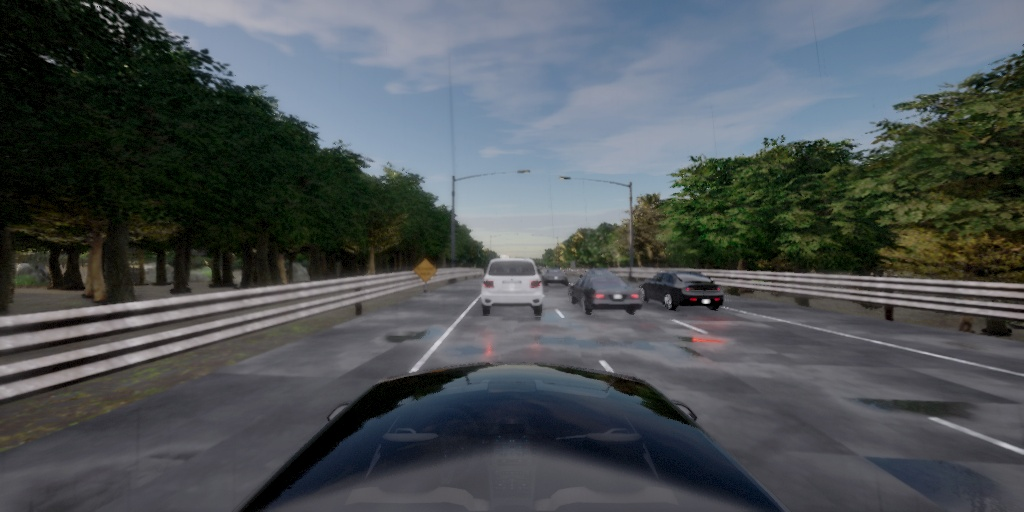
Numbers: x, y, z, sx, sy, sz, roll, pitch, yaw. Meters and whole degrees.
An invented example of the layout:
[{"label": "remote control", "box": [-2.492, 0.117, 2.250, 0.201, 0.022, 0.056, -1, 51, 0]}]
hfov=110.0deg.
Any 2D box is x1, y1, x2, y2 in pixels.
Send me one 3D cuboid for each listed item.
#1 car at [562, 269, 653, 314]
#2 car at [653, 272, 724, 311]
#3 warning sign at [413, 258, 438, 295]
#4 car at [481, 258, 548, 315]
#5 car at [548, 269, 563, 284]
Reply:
[{"label": "car", "box": [3.508, 1.428, 14.375, 2.033, 1.411, 5.357, 0, -1, 0]}, {"label": "car", "box": [7.017, 1.399, 15.362, 1.837, 1.490, 4.892, 0, 0, 0]}, {"label": "warning sign", "box": [-4.549, 1.057, 18.871, 1.300, 1.860, 1.060, 0, 0, 0]}, {"label": "car", "box": [0.009, 1.106, 14.421, 2.150, 2.045, 5.566, 0, 0, 0]}, {"label": "car", "box": [3.519, 1.757, 30.412, 1.994, 1.385, 4.181, 0, -1, 0]}]
